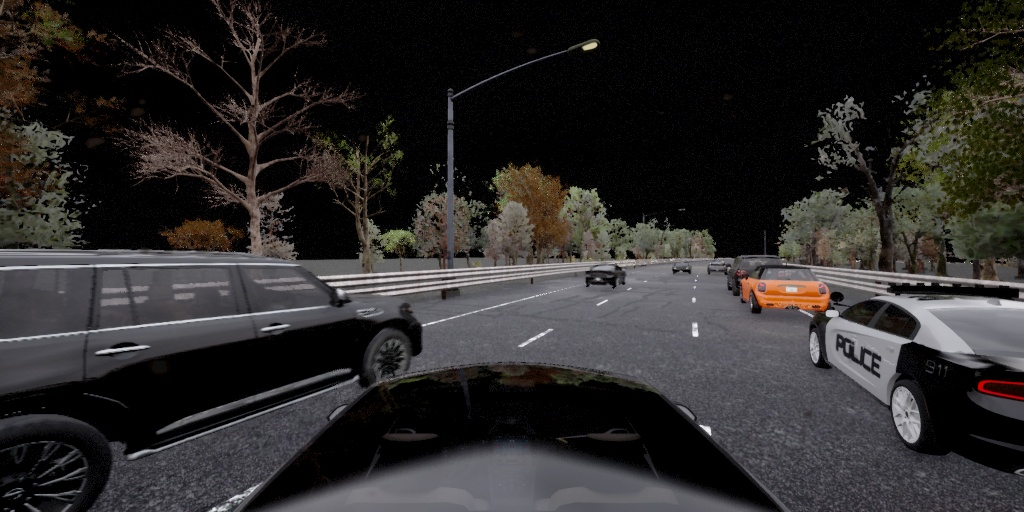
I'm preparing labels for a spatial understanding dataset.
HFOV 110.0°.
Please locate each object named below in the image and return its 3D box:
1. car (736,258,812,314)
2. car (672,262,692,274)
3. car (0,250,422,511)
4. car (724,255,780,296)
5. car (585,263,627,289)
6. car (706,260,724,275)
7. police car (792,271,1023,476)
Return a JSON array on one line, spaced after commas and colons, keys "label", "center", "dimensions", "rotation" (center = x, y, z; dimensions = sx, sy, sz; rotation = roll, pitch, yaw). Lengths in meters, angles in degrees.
[{"label": "car", "center": [9.951, 1.102, 13.423], "dimensions": [2.097, 1.767, 4.553], "rotation": [0, 0, 27]}, {"label": "car", "center": [19.393, 1.369, 40.789], "dimensions": [1.895, 1.301, 4.718], "rotation": [0, 0, 29]}, {"label": "car", "center": [-3.488, 0.971, 4.153], "dimensions": [2.150, 2.045, 5.566], "rotation": [0, 0, 26]}, {"label": "car", "center": [12.671, 0.978, 18.754], "dimensions": [2.150, 2.045, 5.566], "rotation": [0, 0, 27]}, {"label": "car", "center": [6.278, 1.231, 23.649], "dimensions": [1.882, 1.535, 5.008], "rotation": [0, 0, 27]}, {"label": "car", "center": [22.503, 1.261, 39.304], "dimensions": [2.128, 1.511, 4.902], "rotation": [0, 0, 29]}, {"label": "police car", "center": [5.614, 1.175, 4.707], "dimensions": [1.930, 1.638, 5.238], "rotation": [0, 0, 26]}]
